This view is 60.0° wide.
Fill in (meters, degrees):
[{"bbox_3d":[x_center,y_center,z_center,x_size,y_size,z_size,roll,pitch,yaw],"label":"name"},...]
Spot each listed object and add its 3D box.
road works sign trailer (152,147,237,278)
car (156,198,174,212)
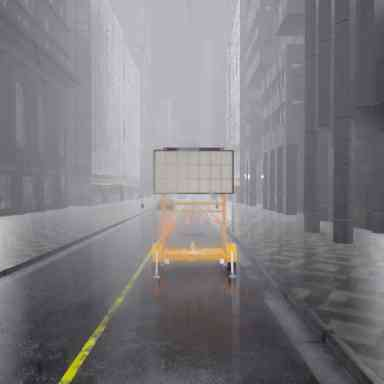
[{"bbox_3d":[0.047,0.460,10.120,2.380,3.560,2.880,0,0,-1],"label":"road works sign trailer"},{"bbox_3d":[-3.115,1.443,39.335,1.882,1.535,5.008,0,0,0],"label":"car"}]
